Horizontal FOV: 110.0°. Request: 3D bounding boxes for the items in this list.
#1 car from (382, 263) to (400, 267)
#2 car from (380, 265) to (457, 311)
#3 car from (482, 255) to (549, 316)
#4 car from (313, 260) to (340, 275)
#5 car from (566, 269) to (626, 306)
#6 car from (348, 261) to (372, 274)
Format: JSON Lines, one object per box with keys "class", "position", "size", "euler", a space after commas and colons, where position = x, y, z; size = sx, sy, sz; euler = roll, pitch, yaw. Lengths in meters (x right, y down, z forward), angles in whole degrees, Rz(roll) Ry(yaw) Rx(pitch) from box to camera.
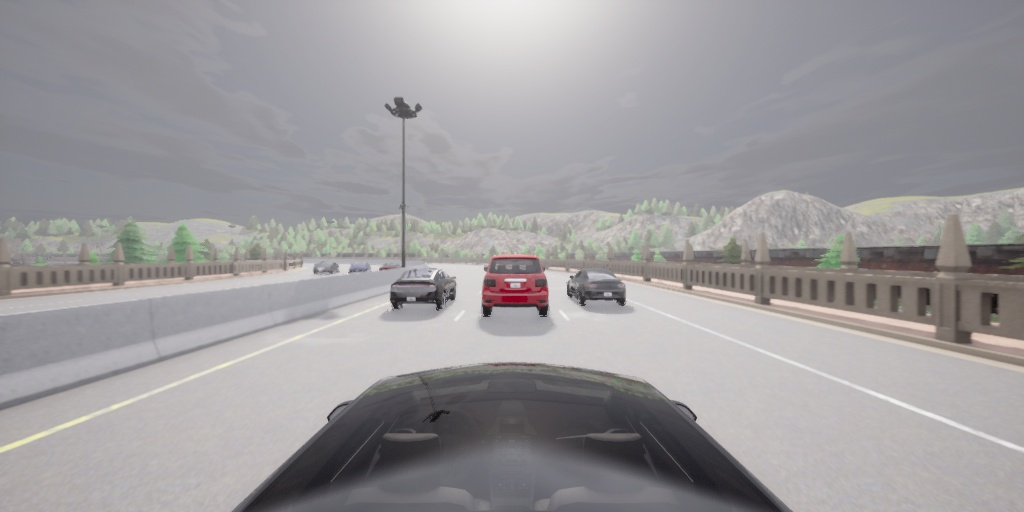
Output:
{"class": "car", "position": [-12.739, 1.344, 37.903], "size": [1.895, 1.301, 4.718], "euler": [0, 0, -12]}
{"class": "car", "position": [-3.408, 1.239, 14.511], "size": [2.128, 1.511, 4.902], "euler": [0, 0, 0]}
{"class": "car", "position": [0.101, 0.969, 13.401], "size": [2.150, 2.045, 5.566], "euler": [0, 0, 0]}
{"class": "car", "position": [-20.227, 1.234, 39.211], "size": [2.128, 1.511, 4.902], "euler": [0, 0, -14]}
{"class": "car", "position": [3.586, 1.273, 15.743], "size": [1.812, 1.442, 4.674], "euler": [0, 0, 0]}
{"class": "car", "position": [-16.785, 1.268, 39.877], "size": [1.812, 1.442, 4.674], "euler": [0, 0, -14]}
